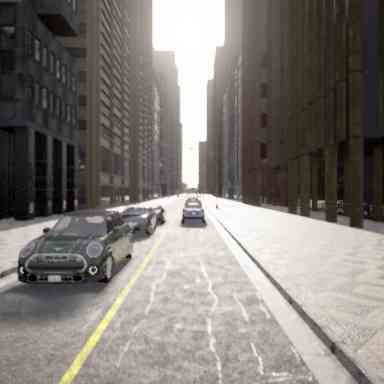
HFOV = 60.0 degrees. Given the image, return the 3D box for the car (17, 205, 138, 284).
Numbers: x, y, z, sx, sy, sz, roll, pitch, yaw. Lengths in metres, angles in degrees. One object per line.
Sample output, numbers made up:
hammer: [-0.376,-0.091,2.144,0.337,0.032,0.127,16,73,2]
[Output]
car: [-3.087,1.356,9.724,2.097,1.767,4.553,0,0,0]

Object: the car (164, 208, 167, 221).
car: [-2.988,1.577,25.011,1.994,1.385,4.181,0,0,0]

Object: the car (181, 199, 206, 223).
car: [0.109,1.562,25.977,2.033,1.411,5.357,0,0,0]

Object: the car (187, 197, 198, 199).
car: [0.121,1.371,42.705,2.097,1.767,4.553,0,0,0]

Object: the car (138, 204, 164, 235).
car: [-3.051,1.500,18.927,2.128,1.511,4.902,0,0,0]
